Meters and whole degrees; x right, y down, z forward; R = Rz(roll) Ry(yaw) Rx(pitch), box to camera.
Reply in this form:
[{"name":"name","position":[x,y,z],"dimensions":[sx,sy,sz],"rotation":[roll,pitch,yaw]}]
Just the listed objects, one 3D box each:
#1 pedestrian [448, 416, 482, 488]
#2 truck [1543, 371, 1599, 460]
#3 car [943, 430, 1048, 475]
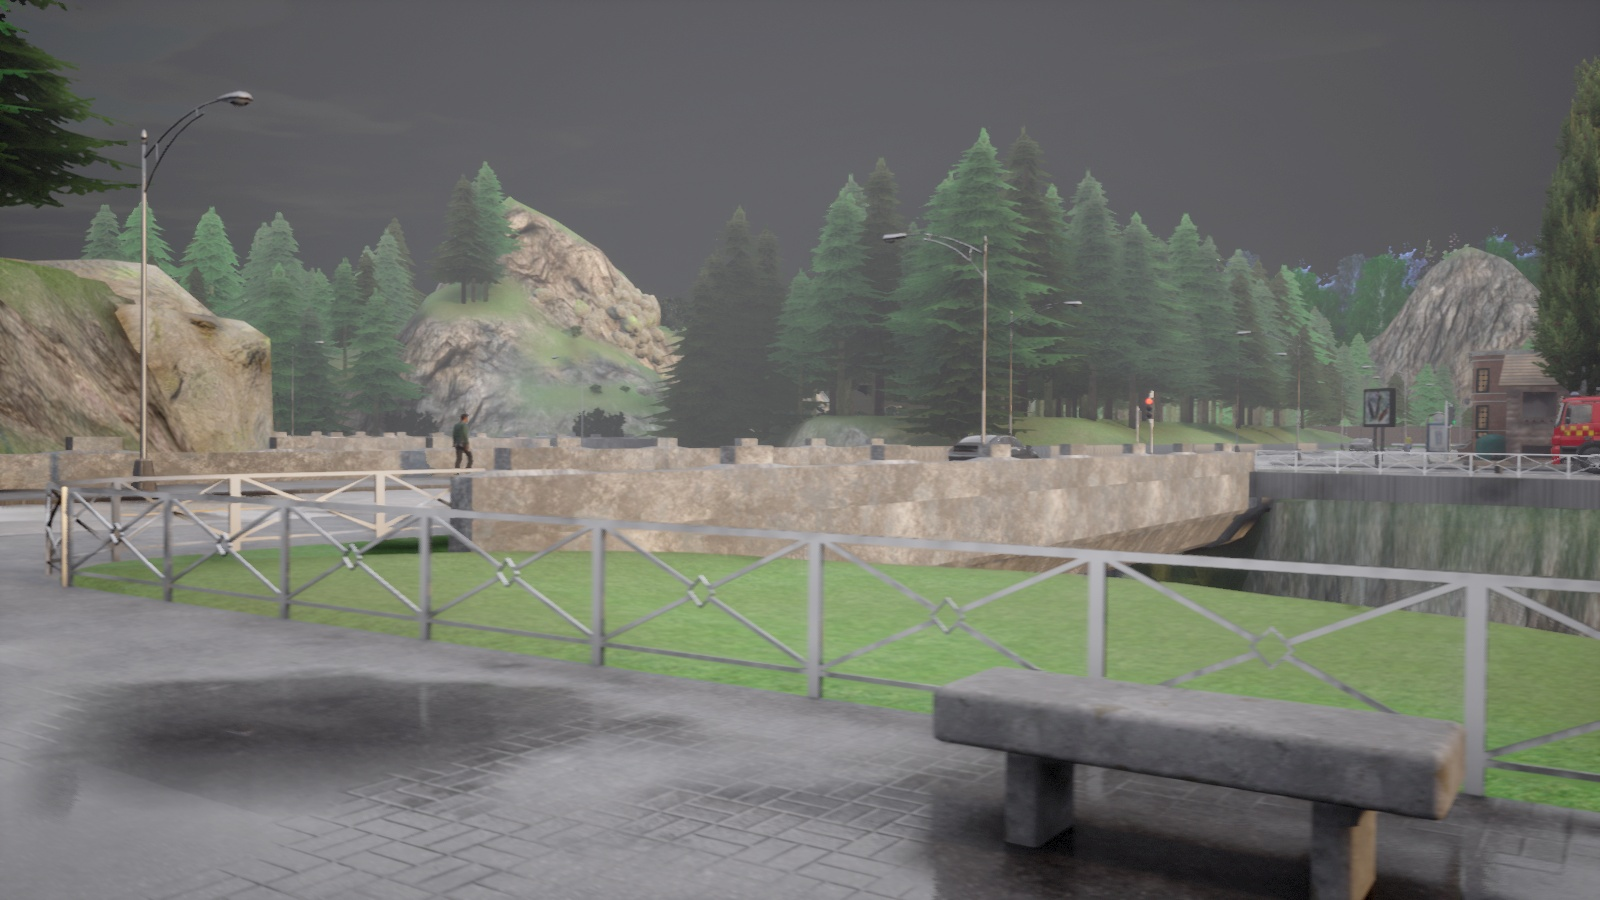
[{"name":"pedestrian","position":[-9.173,0.052,34.413],"dimensions":[0.423,1.949,0.788],"rotation":[0,1,34]},{"name":"truck","position":[36.808,-1.500,53.749],"dimensions":[8.468,3.827,2.891],"rotation":[0,1,34]},{"name":"car","position":[7.027,0.060,44.727],"dimensions":[1.837,1.490,4.892],"rotation":[0,1,33]}]
